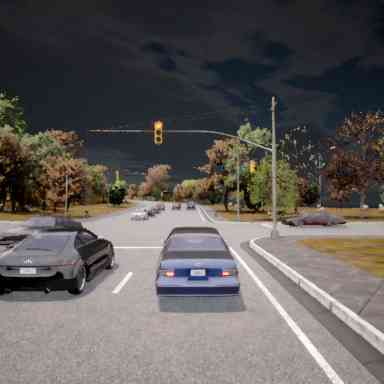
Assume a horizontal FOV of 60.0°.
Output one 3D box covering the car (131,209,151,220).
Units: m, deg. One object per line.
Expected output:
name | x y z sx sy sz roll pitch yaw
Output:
car | -7.234 3.138 46.198 1.812 1.442 4.674 0 -2 0

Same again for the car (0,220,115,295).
car | -3.446 1.664 9.001 1.994 1.385 4.181 0 -1 0

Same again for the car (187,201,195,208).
car | -0.340 3.229 87.954 1.882 1.535 5.008 0 0 -4

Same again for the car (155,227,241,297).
car | 0.068 1.645 8.894 2.033 1.411 5.357 0 -1 -1

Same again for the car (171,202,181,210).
car | -3.718 3.473 78.235 1.812 1.442 4.674 0 0 0

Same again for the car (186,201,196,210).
car | -0.217 3.298 77.775 2.097 1.767 4.553 0 0 0

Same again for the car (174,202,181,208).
car | -3.863 3.414 88.211 1.837 1.490 4.892 0 0 -4

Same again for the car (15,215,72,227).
car | -6.955 1.840 15.998 2.033 1.411 5.357 0 -2 3

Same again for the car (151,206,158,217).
car | -7.242 3.461 55.218 1.895 1.301 4.718 0 -1 0

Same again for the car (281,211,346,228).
car | 10.774 2.431 29.576 5.357 1.411 2.033 0 -3 -1

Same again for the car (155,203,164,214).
car | -7.218 3.525 64.965 2.033 1.411 5.357 0 0 0
